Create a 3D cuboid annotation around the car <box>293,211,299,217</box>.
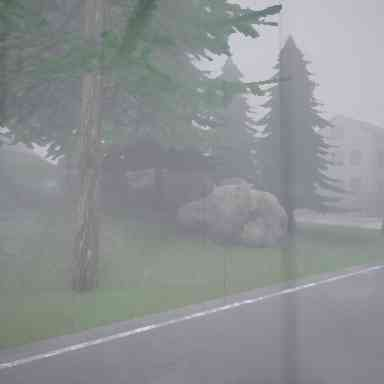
[{"bbox_3d":[7.187,1.476,29.639,2.128,1.511,4.902,0,0,-35],"label":"car"}]
